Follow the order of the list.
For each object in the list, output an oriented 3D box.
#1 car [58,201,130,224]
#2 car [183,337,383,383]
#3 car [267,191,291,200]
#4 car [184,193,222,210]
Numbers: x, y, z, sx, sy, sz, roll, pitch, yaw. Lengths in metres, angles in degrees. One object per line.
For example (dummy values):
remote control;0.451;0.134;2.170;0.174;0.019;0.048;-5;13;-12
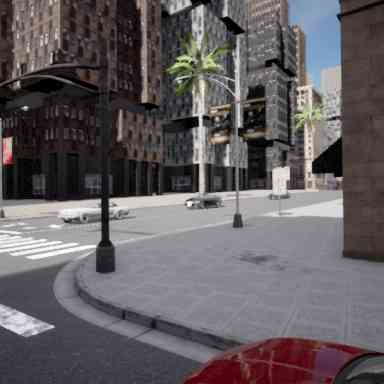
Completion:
car;-6.448;1.299;22.238;1.895;1.301;4.718;-1;1;35
car;1.899;1.545;1.625;4.507;1.381;1.887;0;-1;35
car;13.124;0.400;49.859;2.033;1.411;5.357;-1;1;35
car;1.163;0.888;33.040;2.128;1.511;4.902;-1;1;35
